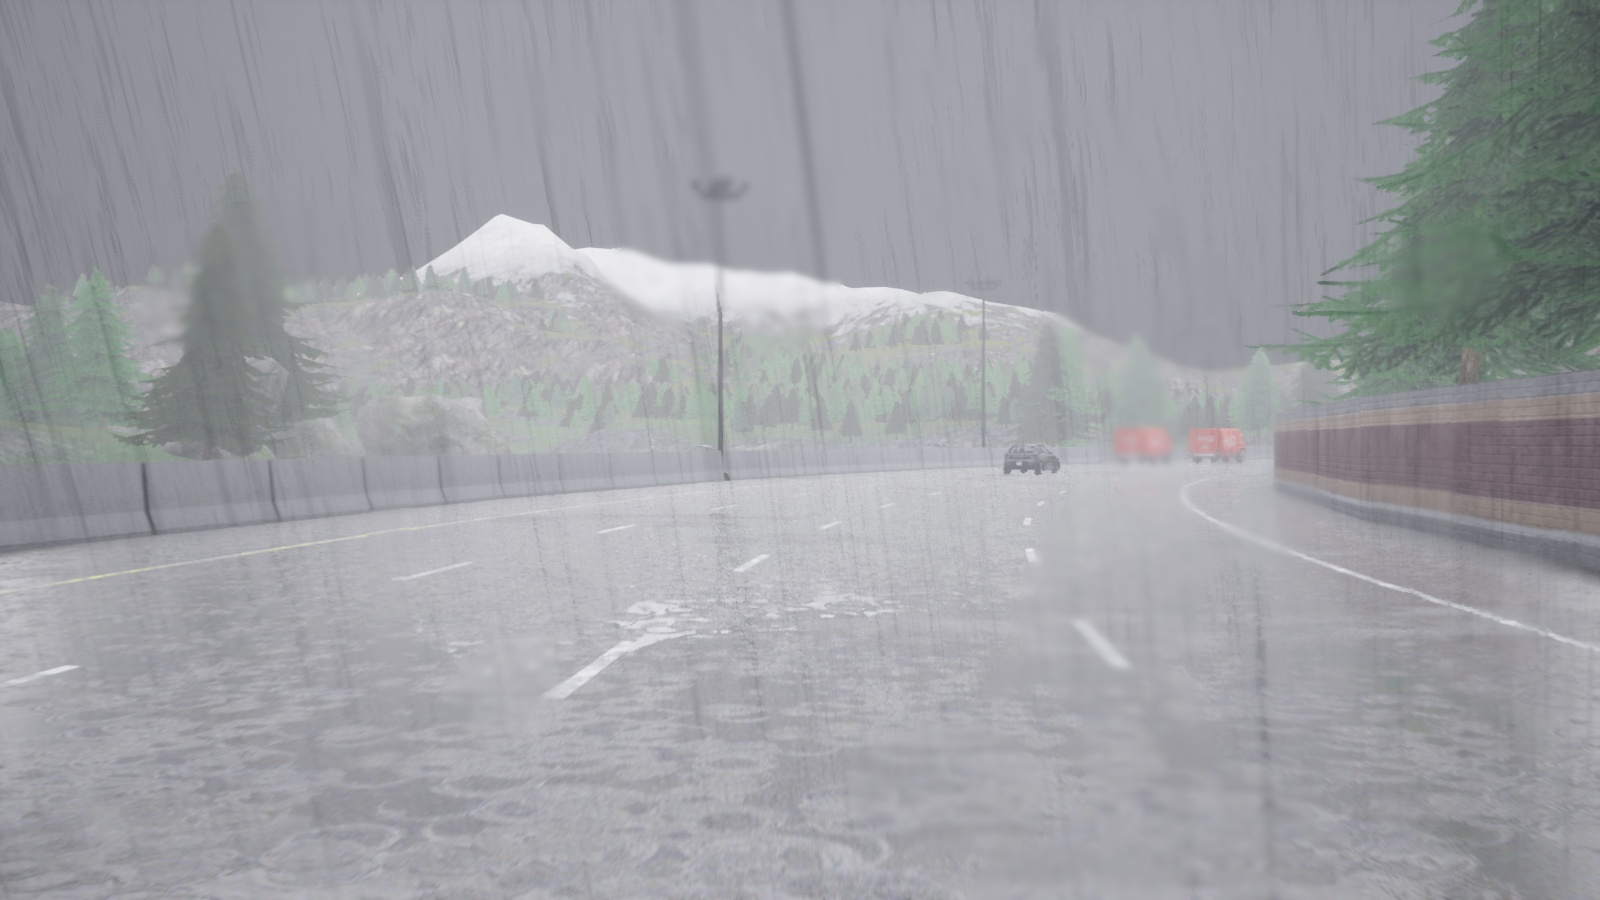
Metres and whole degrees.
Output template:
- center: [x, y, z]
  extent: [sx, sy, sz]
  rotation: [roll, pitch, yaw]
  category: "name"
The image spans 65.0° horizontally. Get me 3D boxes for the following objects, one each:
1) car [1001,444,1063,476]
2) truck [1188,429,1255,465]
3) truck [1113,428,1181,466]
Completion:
- center: [11.017, 0.436, 59.412]
  extent: [1.816, 1.474, 4.193]
  rotation: [0, 0, 26]
  category: "car"
- center: [29.295, -0.203, 87.159]
  extent: [2.627, 2.467, 5.204]
  rotation: [0, 0, 40]
  category: "truck"
- center: [23.817, -0.202, 86.001]
  extent: [2.627, 2.467, 5.204]
  rotation: [0, 0, 39]
  category: "truck"
